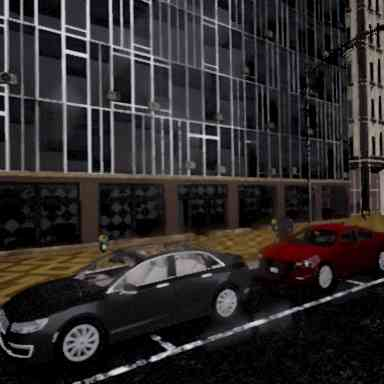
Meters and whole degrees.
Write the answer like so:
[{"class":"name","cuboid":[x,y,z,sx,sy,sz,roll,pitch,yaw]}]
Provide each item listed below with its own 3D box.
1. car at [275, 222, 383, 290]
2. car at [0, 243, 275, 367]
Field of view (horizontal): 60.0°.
[{"class":"car","cuboid":[3.772,1.568,9.168,4.507,1.381,1.887,-1,0,-35]},{"class":"car","cuboid":[-0.864,1.650,5.873,4.403,1.369,2.008,-1,0,-35]}]
